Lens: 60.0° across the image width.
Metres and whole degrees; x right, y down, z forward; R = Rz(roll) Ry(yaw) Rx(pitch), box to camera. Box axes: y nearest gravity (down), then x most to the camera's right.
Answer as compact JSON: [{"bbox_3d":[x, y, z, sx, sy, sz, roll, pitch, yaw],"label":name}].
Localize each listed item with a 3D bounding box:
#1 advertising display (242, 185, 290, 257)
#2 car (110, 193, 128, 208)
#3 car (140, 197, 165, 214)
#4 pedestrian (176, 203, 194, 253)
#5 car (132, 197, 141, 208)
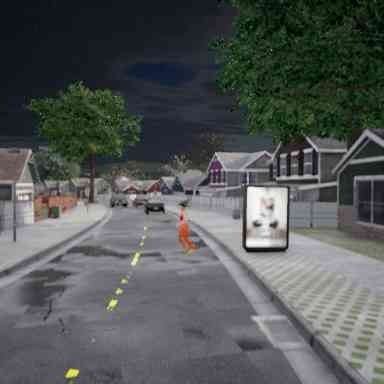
[{"bbox_3d":[2.530,0.992,11.399,1.540,2.440,0.280,1,1,-4],"label":"advertising display"},{"bbox_3d":[-10.387,1.215,47.169,2.150,2.045,5.566,0,0,-18],"label":"car"},{"bbox_3d":[-4.006,1.434,34.614,1.882,1.535,5.008,0,0,-12],"label":"car"},{"bbox_3d":[-0.276,1.262,11.981,0.375,1.860,0.375,-1,1,-15],"label":"pedestrian"},{"bbox_3d":[-7.441,1.479,47.735,1.837,1.490,4.892,0,0,-18],"label":"car"}]
